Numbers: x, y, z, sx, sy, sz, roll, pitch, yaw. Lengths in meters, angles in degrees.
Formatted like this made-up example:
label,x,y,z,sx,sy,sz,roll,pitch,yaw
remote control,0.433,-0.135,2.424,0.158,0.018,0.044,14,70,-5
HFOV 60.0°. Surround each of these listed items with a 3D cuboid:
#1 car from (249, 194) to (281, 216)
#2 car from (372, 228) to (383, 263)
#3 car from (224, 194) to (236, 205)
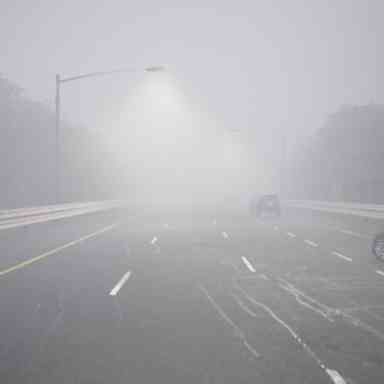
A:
label,x,y,z,sx,sy,sz,roll,pitch,yaw
car,6.995,1.232,32.201,2.150,2.045,5.566,0,0,0
car,6.997,1.354,9.138,2.097,1.767,4.553,0,0,0
car,6.994,1.520,61.241,1.882,1.535,5.008,0,0,0
